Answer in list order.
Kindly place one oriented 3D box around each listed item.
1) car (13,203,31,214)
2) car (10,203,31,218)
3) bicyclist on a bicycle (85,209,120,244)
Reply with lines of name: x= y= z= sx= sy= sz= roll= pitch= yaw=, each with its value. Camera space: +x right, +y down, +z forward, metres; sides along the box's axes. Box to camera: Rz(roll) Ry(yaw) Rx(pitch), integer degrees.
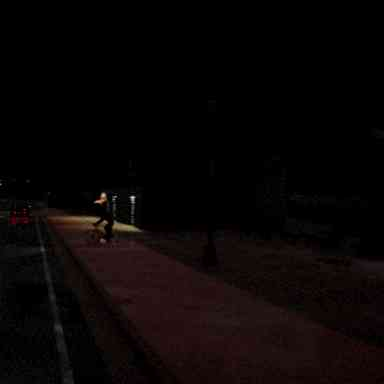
car: x=-24.228 y=2.331 z=47.564 sx=2.033 sy=1.411 sz=5.357 roll=2 pitch=-2 yaw=-26
car: x=-19.699 y=2.116 z=38.147 sx=2.128 sy=1.511 sz=4.902 roll=2 pitch=-2 yaw=-26
bicyclist on a bicycle: x=-4.227 y=1.659 z=15.858 sx=1.656 sy=1.620 sz=0.582 roll=2 pitch=-2 yaw=-26
